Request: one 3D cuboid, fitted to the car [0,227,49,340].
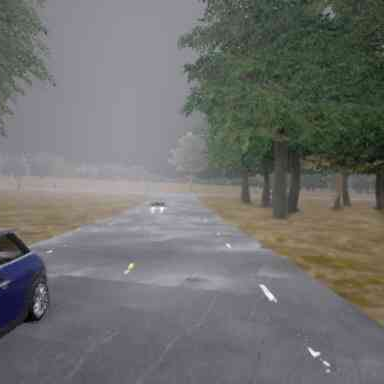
[{"bbox_3d":[-3.651,1.364,4.181,2.097,1.767,4.553,0,0,-1],"label":"car"}]

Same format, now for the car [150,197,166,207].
[{"bbox_3d":[-4.807,1.392,47.301,1.994,1.385,4.181,0,1,-1],"label":"car"}]
